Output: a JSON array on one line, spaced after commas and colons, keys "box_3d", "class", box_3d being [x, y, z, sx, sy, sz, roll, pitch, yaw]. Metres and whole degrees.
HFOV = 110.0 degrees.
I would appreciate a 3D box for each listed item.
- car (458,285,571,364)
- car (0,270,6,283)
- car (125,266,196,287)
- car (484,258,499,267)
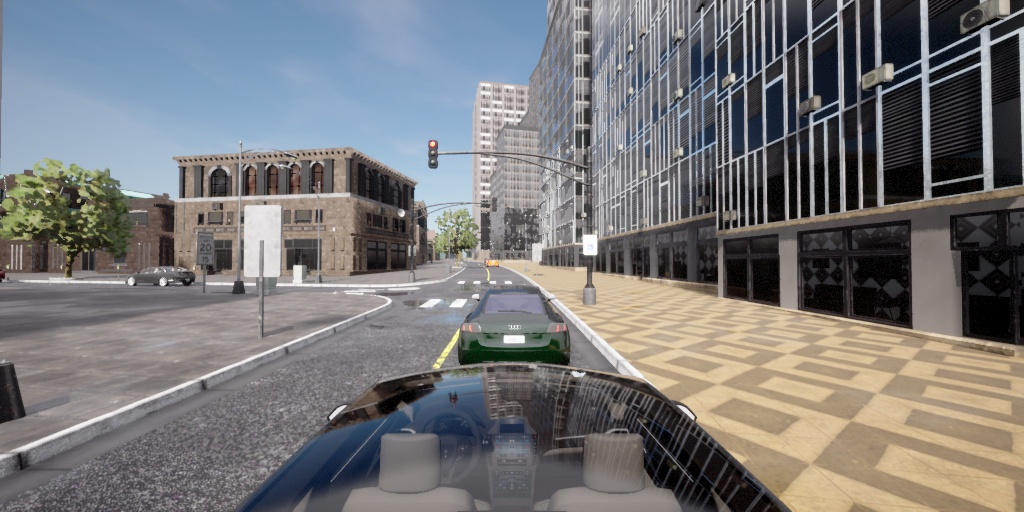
[{"box_3d": [0.039, 1.315, 7.799, 1.994, 1.385, 4.181, 0, 0, 0], "class": "car"}, {"box_3d": [-41.453, 1.380, 27.465, 4.507, 1.381, 1.888, 0, 0, 9], "class": "car"}, {"box_3d": [-24.214, 1.378, 24.710, 4.403, 1.370, 2.007, 0, 0, 9], "class": "car"}, {"box_3d": [-3.561, 1.096, 64.696, 2.097, 1.767, 4.553, 0, 0, -7], "class": "car"}]
